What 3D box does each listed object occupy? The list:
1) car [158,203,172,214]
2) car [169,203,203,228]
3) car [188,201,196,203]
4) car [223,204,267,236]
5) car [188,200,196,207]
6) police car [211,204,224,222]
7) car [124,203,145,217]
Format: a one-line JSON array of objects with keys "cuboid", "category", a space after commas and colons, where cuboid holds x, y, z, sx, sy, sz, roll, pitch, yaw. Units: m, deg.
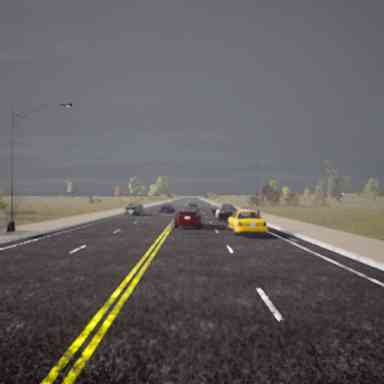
[{"cuboid": [-3.355, 2.163, 43.975, 1.994, 1.385, 4.181, 0, -1, 0], "category": "car"}, {"cuboid": [-0.241, 1.853, 25.150, 2.163, 1.488, 4.792, 0, -1, 2], "category": "car"}, {"cuboid": [0.052, 2.346, 59.476, 2.033, 1.411, 5.357, 0, -1, 0], "category": "car"}, {"cuboid": [3.246, 1.741, 20.365, 1.801, 1.575, 5.366, 0, -1, 0], "category": "car"}, {"cuboid": [-0.016, 2.607, 76.164, 1.895, 1.301, 4.718, 0, -1, 0], "category": "car"}, {"cuboid": [3.243, 1.936, 31.174, 2.038, 1.542, 4.974, 0, -1, 0], "category": "police car"}, {"cuboid": [-6.608, 2.019, 38.523, 2.128, 1.511, 4.902, 0, -1, 0], "category": "car"}]
